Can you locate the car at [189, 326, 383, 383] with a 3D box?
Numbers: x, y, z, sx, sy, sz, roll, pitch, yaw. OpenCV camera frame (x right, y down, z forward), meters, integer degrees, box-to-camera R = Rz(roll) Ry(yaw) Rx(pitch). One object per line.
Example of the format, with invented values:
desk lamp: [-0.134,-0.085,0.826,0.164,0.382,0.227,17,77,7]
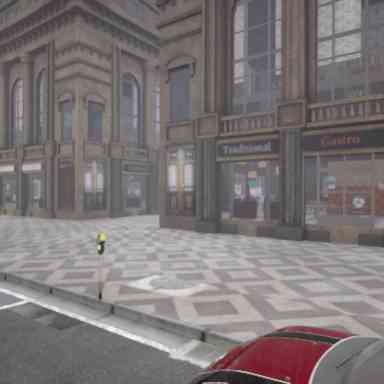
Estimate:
car: [1.712,1.440,1.735,4.097,1.590,1.967,0,0,36]
